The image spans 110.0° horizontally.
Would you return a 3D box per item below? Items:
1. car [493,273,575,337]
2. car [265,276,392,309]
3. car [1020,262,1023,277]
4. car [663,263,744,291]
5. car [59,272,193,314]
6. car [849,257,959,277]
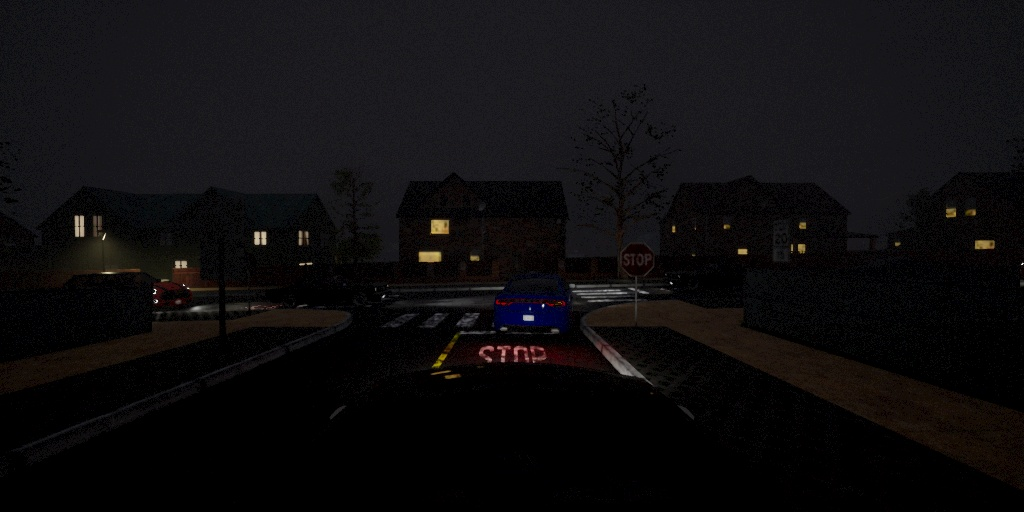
[{"bbox_3d":[0.789,1.226,10.413,1.882,1.535,5.008,0,0,10],"label":"car"},{"bbox_3d":[-7.807,1.506,15.623,4.718,1.301,1.895,-1,1,0],"label":"car"},{"bbox_3d":[29.571,0.335,18.567,4.553,1.767,2.097,-1,1,0],"label":"car"},{"bbox_3d":[10.416,1.034,18.545,4.718,1.301,1.895,-1,1,-1],"label":"car"},{"bbox_3d":[-16.794,1.472,15.619,4.553,1.767,2.097,-1,1,0],"label":"car"},{"bbox_3d":[20.061,0.753,18.578,5.357,1.411,2.033,-1,1,0],"label":"car"}]
